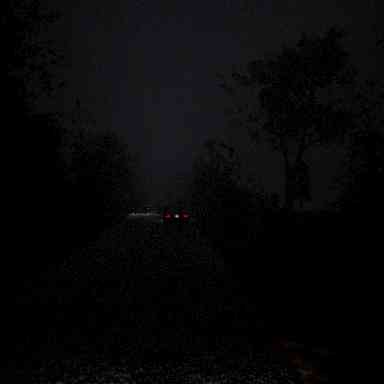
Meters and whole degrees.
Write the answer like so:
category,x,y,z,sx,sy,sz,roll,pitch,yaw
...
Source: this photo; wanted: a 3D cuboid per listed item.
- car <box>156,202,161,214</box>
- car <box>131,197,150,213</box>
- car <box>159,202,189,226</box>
category,x,y,z,sx,sy,sz,roll,pitch,yaw
car,-3.588,2.002,42.616,1.812,1.442,4.674,0,-1,-8
car,-6.780,1.711,44.028,2.150,2.045,5.566,1,-1,-9
car,-1.290,1.739,25.156,2.033,1.411,5.357,0,-1,-6
